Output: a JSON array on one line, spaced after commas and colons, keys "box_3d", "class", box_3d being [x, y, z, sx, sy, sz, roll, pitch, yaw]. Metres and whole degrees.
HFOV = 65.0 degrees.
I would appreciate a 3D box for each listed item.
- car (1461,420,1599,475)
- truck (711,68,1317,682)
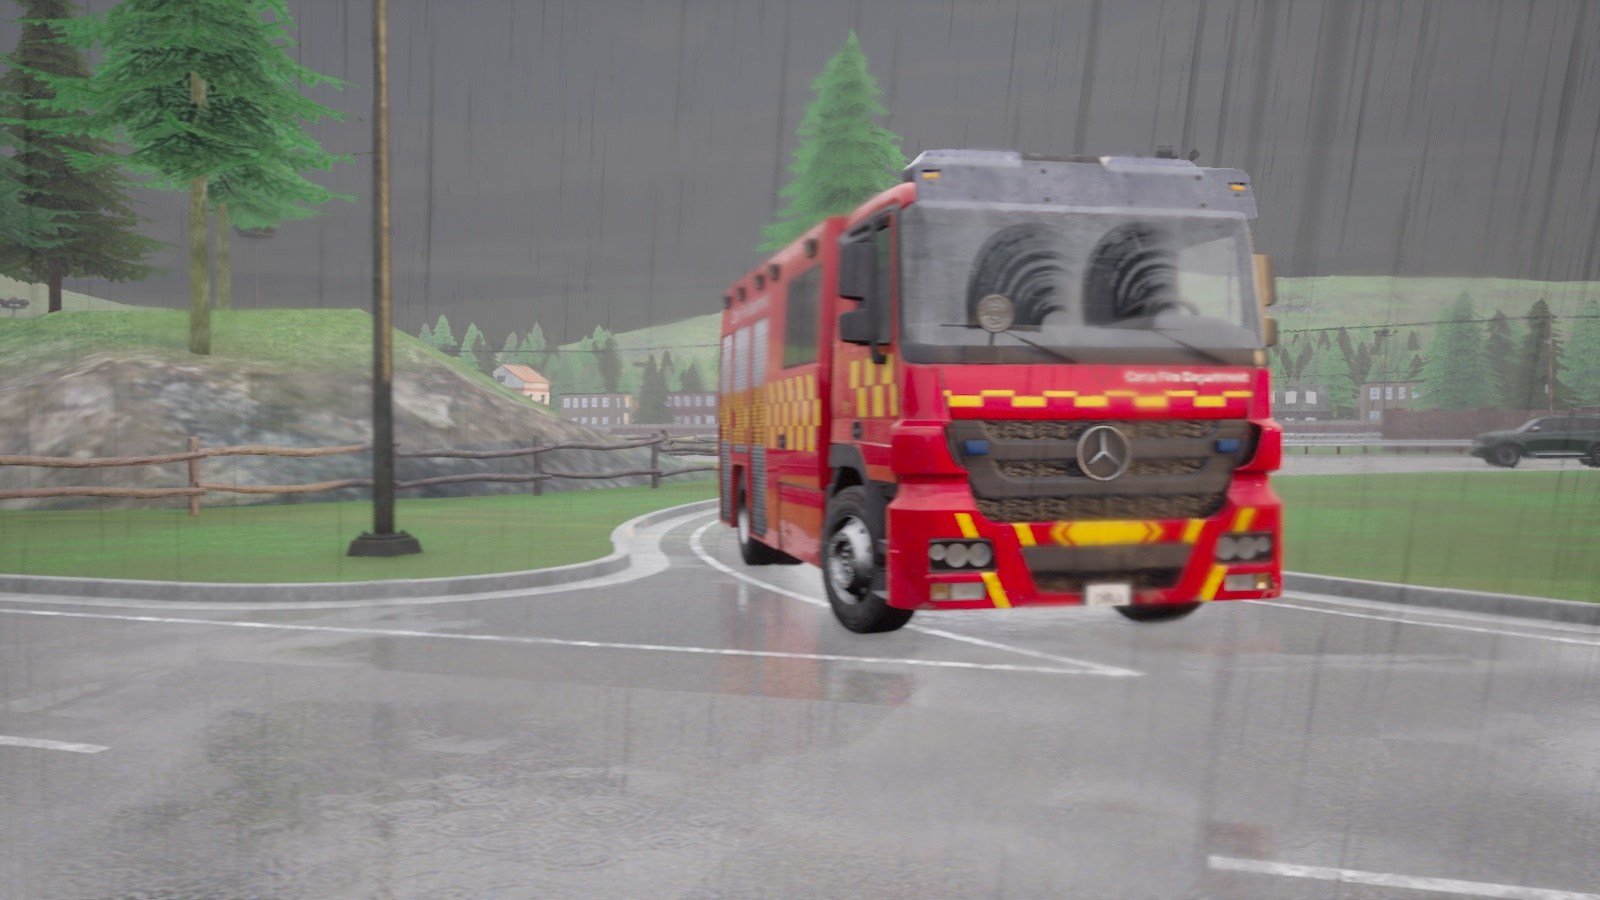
[{"box_3d": [28.842, -0.122, 48.531, 5.566, 2.045, 2.150, 1, 1, 18], "class": "car"}, {"box_3d": [1.161, -0.530, 12.278, 2.891, 3.827, 8.468, 0, 1, -12], "class": "truck"}]
